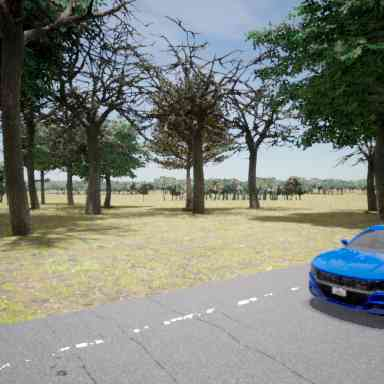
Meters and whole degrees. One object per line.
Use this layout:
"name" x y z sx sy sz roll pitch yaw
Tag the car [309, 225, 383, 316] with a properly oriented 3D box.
"car" 4.608 1.475 7.296 5.008 1.535 1.882 0 0 -36
